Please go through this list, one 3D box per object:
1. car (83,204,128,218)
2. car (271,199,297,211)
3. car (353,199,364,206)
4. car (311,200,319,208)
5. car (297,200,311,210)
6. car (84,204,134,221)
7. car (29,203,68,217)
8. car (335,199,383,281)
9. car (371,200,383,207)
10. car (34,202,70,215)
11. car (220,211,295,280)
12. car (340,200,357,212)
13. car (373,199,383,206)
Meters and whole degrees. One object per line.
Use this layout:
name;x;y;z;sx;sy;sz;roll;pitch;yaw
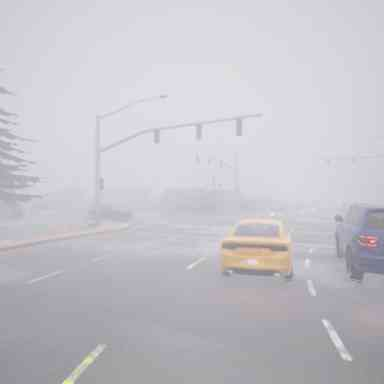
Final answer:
car;-9.448;2.013;36.108;4.718;1.301;1.895;0;-1;30
car;12.058;2.027;44.318;2.033;1.411;5.357;0;-1;30
car;36.107;2.332;71.914;1.812;1.442;4.674;0;-1;30
car;22.427;2.174;62.204;2.128;1.511;4.902;0;-1;30
car;17.171;2.106;53.196;1.812;1.442;4.674;0;-1;30
car;-7.708;1.964;31.038;4.718;1.301;1.895;0;-1;30
car;-15.615;1.923;35.678;4.674;1.442;1.812;0;-1;30
car;5.697;1.340;10.025;2.150;2.045;5.566;0;0;18
car;38.539;2.323;69.122;2.033;1.411;5.357;0;-1;30
car;-17.055;2.009;40.564;4.181;1.385;1.994;0;-1;31
car;2.183;1.591;10.514;1.882;1.535;5.008;0;-1;16
car;23.575;2.035;49.905;1.882;1.535;5.008;0;-1;30
car;43.669;2.362;78.047;1.882;1.535;5.008;0;-1;30
